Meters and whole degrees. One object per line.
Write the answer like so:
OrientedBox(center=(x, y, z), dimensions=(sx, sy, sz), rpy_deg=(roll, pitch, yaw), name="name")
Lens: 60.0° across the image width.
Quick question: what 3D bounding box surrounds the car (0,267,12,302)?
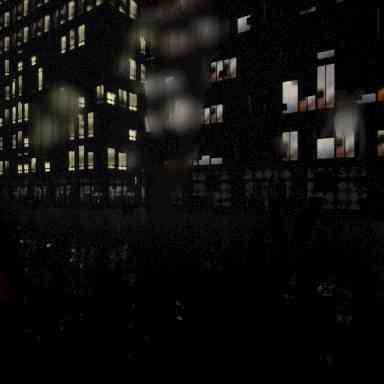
OrientedBox(center=(-5.554, 1.529, 6.813), dimensions=(4.829, 1.417, 1.752), rpy_deg=(0, 0, 35), name="car")
